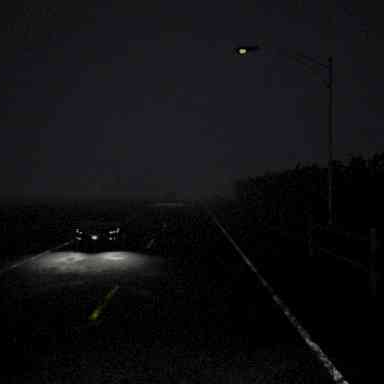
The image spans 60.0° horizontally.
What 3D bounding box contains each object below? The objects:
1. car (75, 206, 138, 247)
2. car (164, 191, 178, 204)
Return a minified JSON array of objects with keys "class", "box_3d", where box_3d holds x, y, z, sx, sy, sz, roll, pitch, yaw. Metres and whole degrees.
[{"class":"car","box_3d":[-3.587,1.420,14.683,1.837,1.490,4.892,0,0,0]},{"class":"car","box_3d":[-3.504,0.881,57.174,2.150,2.045,5.566,0,1,1]}]
